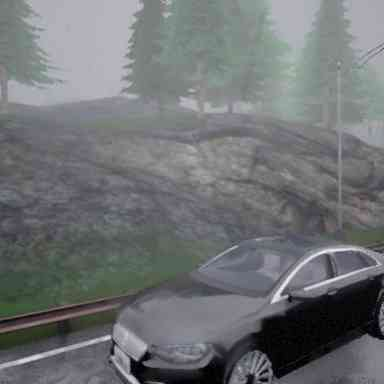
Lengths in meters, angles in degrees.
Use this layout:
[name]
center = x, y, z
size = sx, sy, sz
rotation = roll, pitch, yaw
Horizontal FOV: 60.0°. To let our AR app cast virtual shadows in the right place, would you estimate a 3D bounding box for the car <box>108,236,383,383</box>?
[car]
center = 1.274, 1.464, 4.870
size = 4.902, 1.511, 2.128
rotation = 0, 0, -35
